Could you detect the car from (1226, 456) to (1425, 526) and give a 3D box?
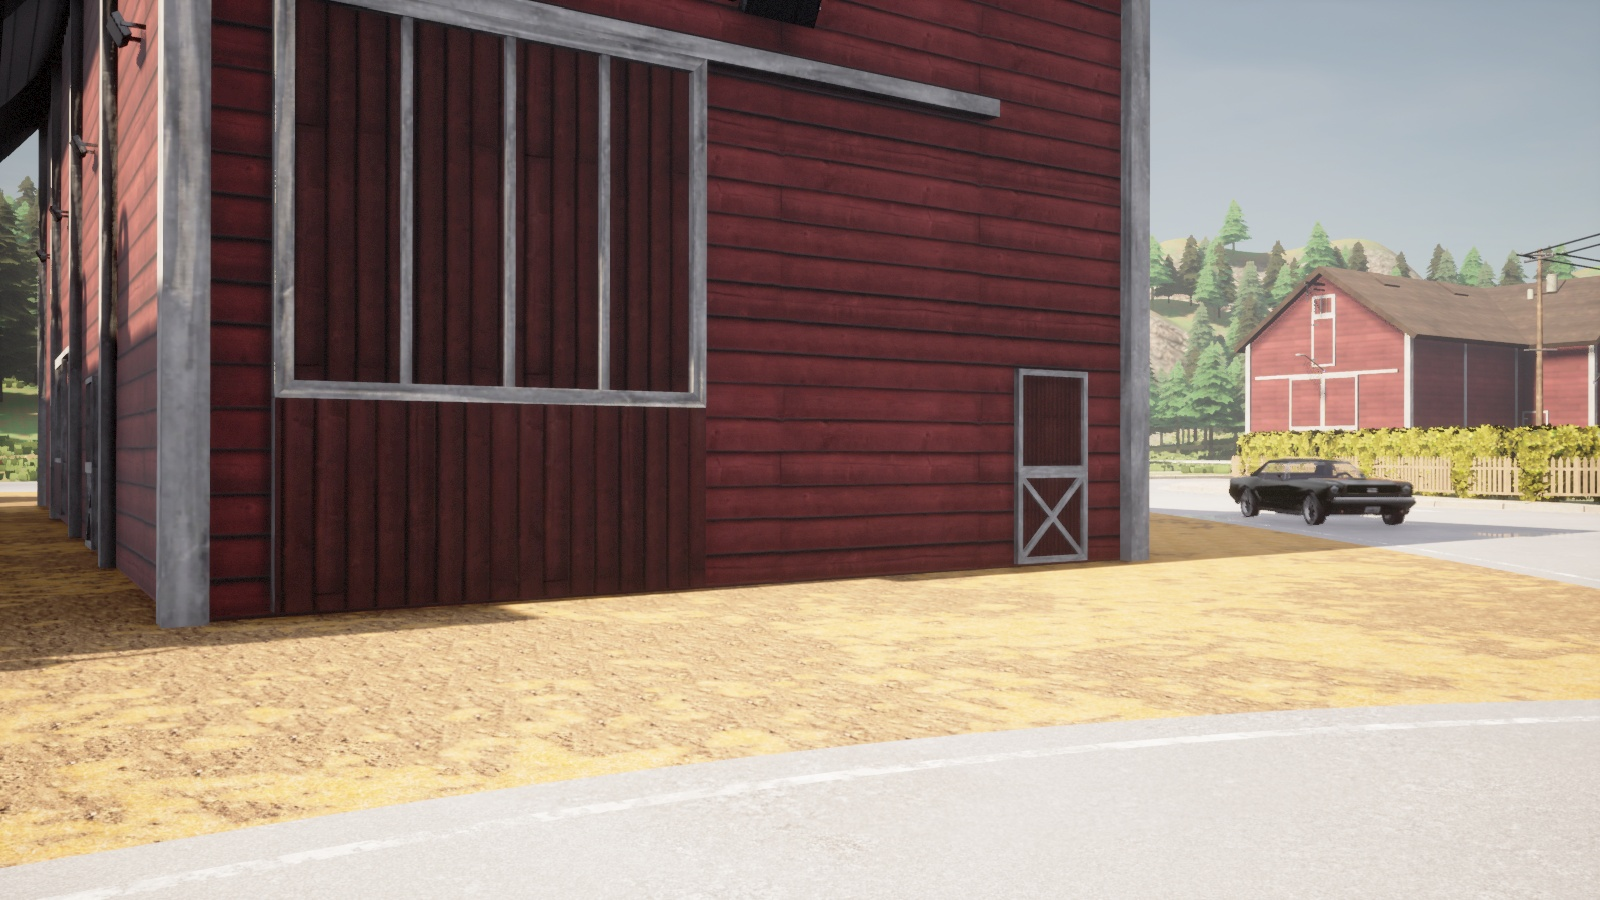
[{"bbox_3d":[10.818,0.793,26.290,1.895,1.301,4.718,0,0,-4],"label":"car"}]
